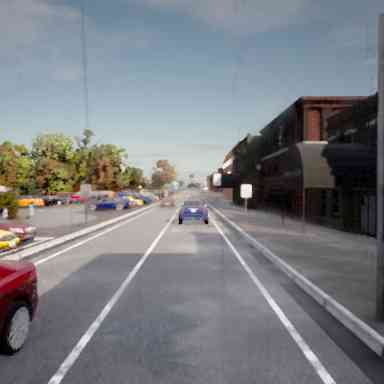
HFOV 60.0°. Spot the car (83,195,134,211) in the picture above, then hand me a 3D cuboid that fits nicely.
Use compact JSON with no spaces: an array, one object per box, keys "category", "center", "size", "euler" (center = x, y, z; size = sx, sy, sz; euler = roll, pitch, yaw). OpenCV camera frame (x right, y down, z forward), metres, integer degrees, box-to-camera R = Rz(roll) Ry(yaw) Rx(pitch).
[{"category":"car","center":[-9.437,1.368,37.890],"size":[4.792,1.488,2.163],"euler":[0,0,0]}]

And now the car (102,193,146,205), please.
[{"category":"car","center":[-9.543,1.320,46.369],"size":[5.366,1.575,1.946],"euler":[0,0,0]}]

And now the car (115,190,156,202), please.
[{"category":"car","center":[-9.279,1.057,54.844],"size":[5.566,2.045,2.435],"euler":[0,0,0]}]

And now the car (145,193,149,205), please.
[{"category":"car","center":[-9.335,1.318,49.194],"size":[5.008,1.535,2.097],"euler":[0,0,0]}]

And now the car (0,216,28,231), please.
[{"category":"car","center":[-9.117,1.527,11.913],"size":[5.366,1.575,1.946],"euler":[0,0,0]}]

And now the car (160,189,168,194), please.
[{"category":"car","center":[-9.183,0.740,80.290],"size":[5.566,2.045,2.435],"euler":[0,1,0]}]

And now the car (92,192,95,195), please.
[{"category":"car","center":[-21.827,1.289,63.234],"size":[5.008,1.535,2.097],"euler":[0,0,0]}]

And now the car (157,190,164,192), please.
[{"category":"car","center":[-9.220,0.975,74.642],"size":[4.553,1.767,2.185],"euler":[0,1,0]}]

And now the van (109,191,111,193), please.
[{"category":"van","center":[-21.860,0.820,77.480],"size":[4.442,1.987,1.878],"euler":[0,1,0]}]

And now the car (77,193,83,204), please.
[{"category":"car","center":[-21.838,1.332,57.575],"size":[4.792,1.488,2.163],"euler":[0,0,0]}]

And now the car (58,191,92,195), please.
[{"category":"car","center":[-21.822,1.046,60.398],"size":[5.566,2.045,2.435],"euler":[0,0,0]}]

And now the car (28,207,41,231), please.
[{"category":"car","center":[-9.309,1.570,14.555],"size":[4.674,1.452,2.002],"euler":[-1,0,1]}]

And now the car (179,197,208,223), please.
[{"category":"car","center":[0.095,1.333,25.168],"size":[2.097,1.767,4.553],"euler":[0,0,0]}]

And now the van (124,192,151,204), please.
[{"category":"van","center":[-9.407,1.078,57.671],"size":[4.442,1.987,1.878],"euler":[0,0,0]}]

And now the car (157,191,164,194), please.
[{"category":"car","center":[-9.200,1.156,71.819],"size":[5.008,1.535,2.097],"euler":[0,1,0]}]

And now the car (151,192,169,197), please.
[{"category":"car","center":[-9.068,0.758,94.421],"size":[4.674,1.452,2.002],"euler":[0,1,0]}]

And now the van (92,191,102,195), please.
[{"category":"van","center":[-21.676,0.984,69.009],"size":[4.442,1.987,1.878],"euler":[0,1,0]}]

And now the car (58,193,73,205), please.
[{"category":"car","center":[-21.908,1.313,52.053],"size":[4.892,1.521,2.231],"euler":[0,0,0]}]

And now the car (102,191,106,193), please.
[{"category":"car","center":[-21.809,1.185,71.841],"size":[4.792,1.488,2.163],"euler":[0,1,0]}]

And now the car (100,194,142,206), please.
[{"category":"car","center":[-9.377,1.368,43.542],"size":[4.674,1.452,2.002],"euler":[0,0,0]}]

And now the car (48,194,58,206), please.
[{"category":"car","center":[-21.932,1.322,46.281],"size":[5.008,1.535,2.097],"euler":[0,0,0]}]

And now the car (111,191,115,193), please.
[{"category":"car","center":[-21.731,0.992,80.308],"size":[4.892,1.521,2.231],"euler":[0,1,0]}]

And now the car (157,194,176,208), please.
[{"category":"car","center":[-3.327,1.424,46.413],"size":[1.812,1.442,4.674],"euler":[0,0,0]}]

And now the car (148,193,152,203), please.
[{"category":"car","center":[-9.329,1.313,52.019],"size":[5.008,1.535,2.097],"euler":[0,0,0]}]

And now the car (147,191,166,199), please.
[{"category":"car","center":[-9.153,0.757,85.943],"size":[4.553,1.767,2.185],"euler":[0,1,0]}]

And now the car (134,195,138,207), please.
[{"category":"car","center":[-9.393,1.373,40.717],"size":[4.674,1.452,2.002],"euler":[0,0,0]}]

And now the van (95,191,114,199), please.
[{"category":"van","center":[-21.822,0.710,83.129],"size":[4.442,1.987,1.878],"euler":[0,1,0]}]

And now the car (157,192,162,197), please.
[{"category":"car","center":[-9.220,1.251,68.995],"size":[4.674,1.452,2.002],"euler":[0,1,0]}]

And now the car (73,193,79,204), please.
[{"category":"car","center":[-21.855,1.337,54.752],"size":[4.792,1.488,2.163],"euler":[0,0,0]}]

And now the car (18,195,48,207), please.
[{"category":"car","center":[-21.922,1.201,43.581],"size":[4.553,1.767,2.185],"euler":[0,0,0]}]

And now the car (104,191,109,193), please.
[{"category":"car","center":[-21.729,0.977,74.535],"size":[4.553,1.767,2.185],"euler":[0,1,0]}]

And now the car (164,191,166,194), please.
[{"category":"car","center":[-9.175,1.086,77.470],"size":[4.674,1.452,2.002],"euler":[0,1,0]}]

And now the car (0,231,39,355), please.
[{"category":"car","center":[-3.350,1.476,3.227],"size":[1.882,1.535,5.008],"euler":[0,0,0]}]

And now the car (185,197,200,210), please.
[{"category":"car","center":[0.098,1.421,42.968],"size":[1.837,1.490,4.892],"euler":[0,0,0]}]

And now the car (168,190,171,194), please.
[{"category":"car","center":[-9.273,0.770,91.596],"size":[5.366,1.575,1.946],"euler":[0,1,0]}]

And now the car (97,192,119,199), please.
[{"category":"car","center":[-21.696,0.884,85.829],"size":[5.008,1.535,2.097],"euler":[0,1,0]}]
